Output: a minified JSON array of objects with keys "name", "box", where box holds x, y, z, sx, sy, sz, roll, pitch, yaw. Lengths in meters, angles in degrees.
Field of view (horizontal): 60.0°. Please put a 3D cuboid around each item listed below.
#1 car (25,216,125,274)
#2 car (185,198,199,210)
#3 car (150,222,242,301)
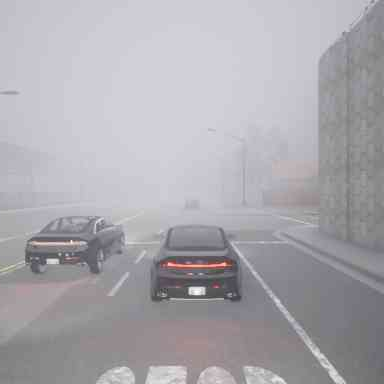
[{"name":"car","box":[-3.421,1.492,10.581,2.128,1.511,4.902,0,0,0]},{"name":"car","box":[0.011,1.491,43.715,2.128,1.511,4.902,0,0,0]},{"name":"car","box":[0.084,1.505,8.311,1.837,1.490,4.892,0,0,0]}]
